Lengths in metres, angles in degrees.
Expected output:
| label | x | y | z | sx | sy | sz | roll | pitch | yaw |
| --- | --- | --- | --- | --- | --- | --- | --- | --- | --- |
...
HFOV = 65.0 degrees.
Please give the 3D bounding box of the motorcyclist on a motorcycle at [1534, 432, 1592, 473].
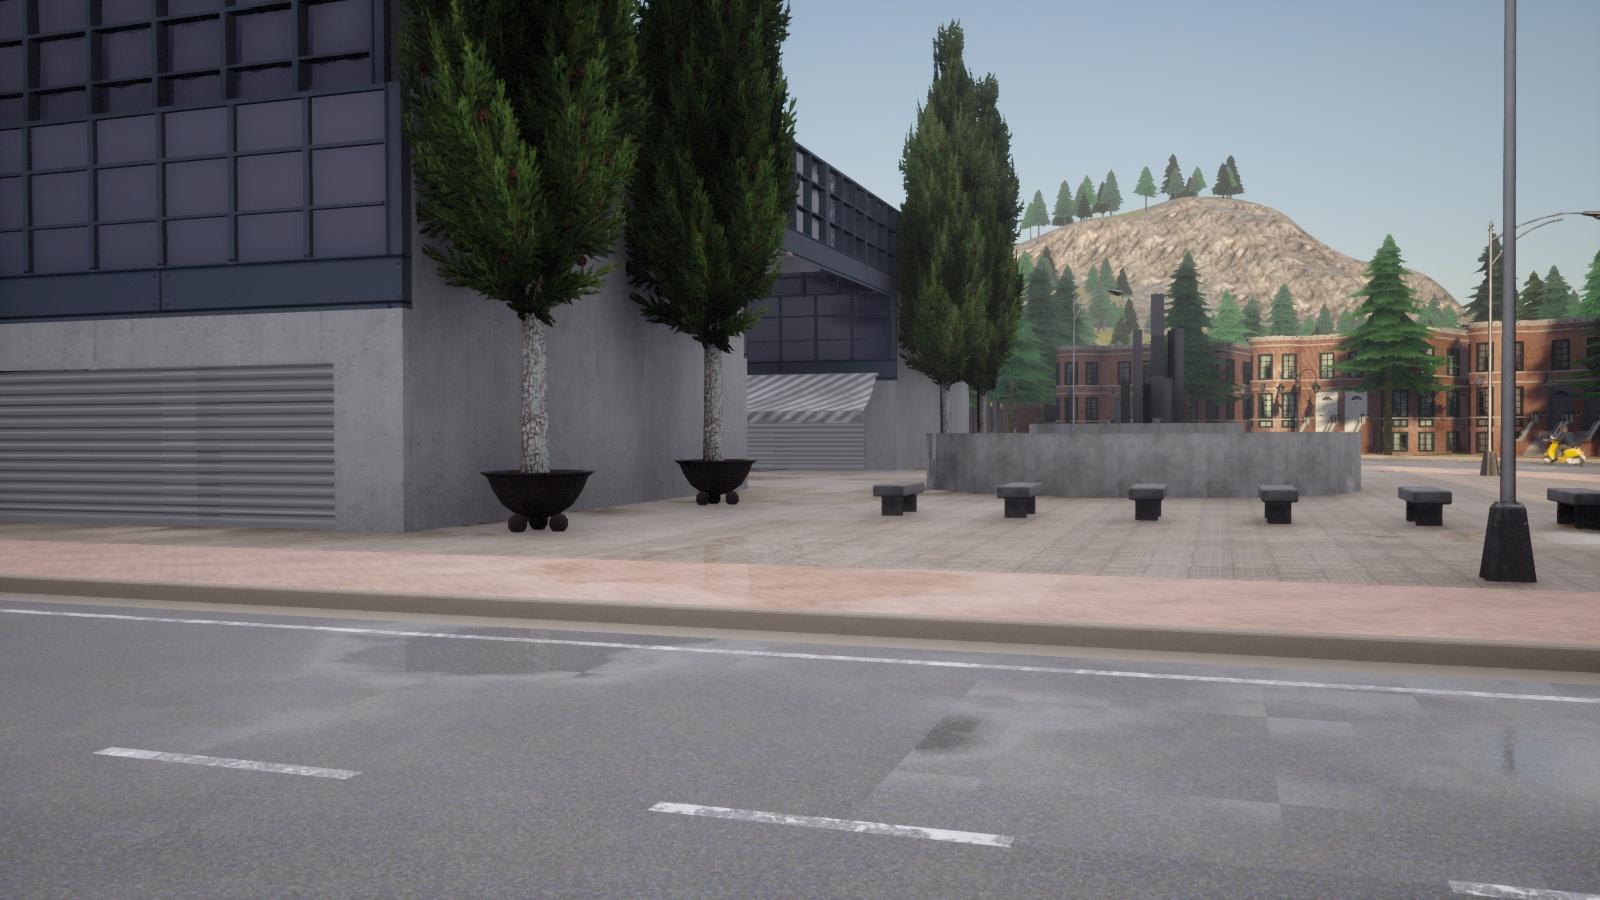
| label | x | y | z | sx | sy | sz | roll | pitch | yaw |
| --- | --- | --- | --- | --- | --- | --- | --- | --- | --- |
| motorcyclist on a motorcycle | 30.408 | 0.092 | 50.082 | 0.866 | 1.590 | 1.817 | -1 | 1 | -21 |
